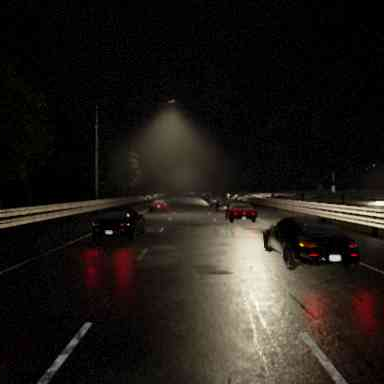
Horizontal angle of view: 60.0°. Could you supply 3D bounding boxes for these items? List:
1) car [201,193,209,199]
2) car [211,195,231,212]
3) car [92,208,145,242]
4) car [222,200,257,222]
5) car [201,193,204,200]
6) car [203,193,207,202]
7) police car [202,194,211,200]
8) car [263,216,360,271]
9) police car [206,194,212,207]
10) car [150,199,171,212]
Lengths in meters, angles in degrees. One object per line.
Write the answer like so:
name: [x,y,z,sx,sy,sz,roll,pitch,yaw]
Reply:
car: [3.503,1.083,92.013,2.128,1.511,4.902,0,0,0]
car: [3.501,1.383,37.015,1.837,1.490,4.892,0,0,0]
car: [-3.402,1.473,15.951,1.812,1.442,4.674,0,0,0]
car: [3.603,1.518,25.210,1.895,1.301,4.718,0,0,0]
car: [3.502,1.158,70.012,2.033,1.649,4.856,0,0,0]
car: [3.502,1.291,59.014,1.837,1.490,4.892,0,0,0]
police car: [3.502,1.163,81.013,2.038,1.542,4.974,0,0,0]
car: [3.598,1.490,10.700,1.812,1.442,4.674,0,0,0]
police car: [3.502,1.342,48.015,2.038,1.542,4.974,0,0,0]
car: [-3.401,1.446,36.088,1.994,1.385,4.181,0,0,0]
